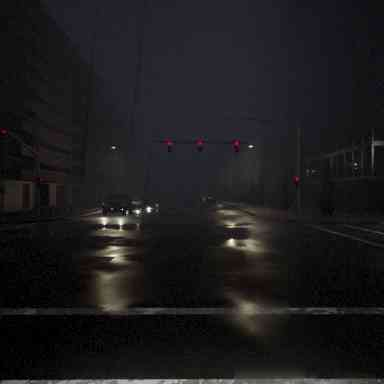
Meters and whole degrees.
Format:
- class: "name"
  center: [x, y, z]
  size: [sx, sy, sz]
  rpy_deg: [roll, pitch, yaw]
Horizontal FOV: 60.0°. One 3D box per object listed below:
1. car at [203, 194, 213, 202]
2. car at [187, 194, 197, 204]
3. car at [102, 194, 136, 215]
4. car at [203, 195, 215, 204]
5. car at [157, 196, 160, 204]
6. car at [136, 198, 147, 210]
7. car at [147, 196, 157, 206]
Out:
- class: "car"
  center: [3.485, 1.355, 74.641]
  size: [2.097, 1.767, 4.553]
  rpy_deg: [0, 0, 1]
- class: "car"
  center: [-0.021, 1.564, 64.686]
  size: [1.994, 1.385, 4.181]
  rpy_deg: [0, 0, 1]
- class: "car"
  center: [-7.455, 1.221, 33.762]
  size: [2.150, 2.045, 5.566]
  rpy_deg: [0, 0, 0]
- class: "car"
  center: [3.478, 1.492, 64.776]
  size: [2.128, 1.511, 4.902]
  rpy_deg: [0, 0, 1]
- class: "car"
  center: [-7.180, 1.526, 63.880]
  size: [1.812, 1.442, 4.674]
  rpy_deg: [0, 0, 1]
- class: "car"
  center: [-7.440, 1.526, 43.556]
  size: [1.812, 1.442, 4.674]
  rpy_deg: [0, 0, 1]
- class: "car"
  center: [-7.331, 1.601, 53.526]
  size: [1.895, 1.301, 4.718]
  rpy_deg: [0, 0, 1]
